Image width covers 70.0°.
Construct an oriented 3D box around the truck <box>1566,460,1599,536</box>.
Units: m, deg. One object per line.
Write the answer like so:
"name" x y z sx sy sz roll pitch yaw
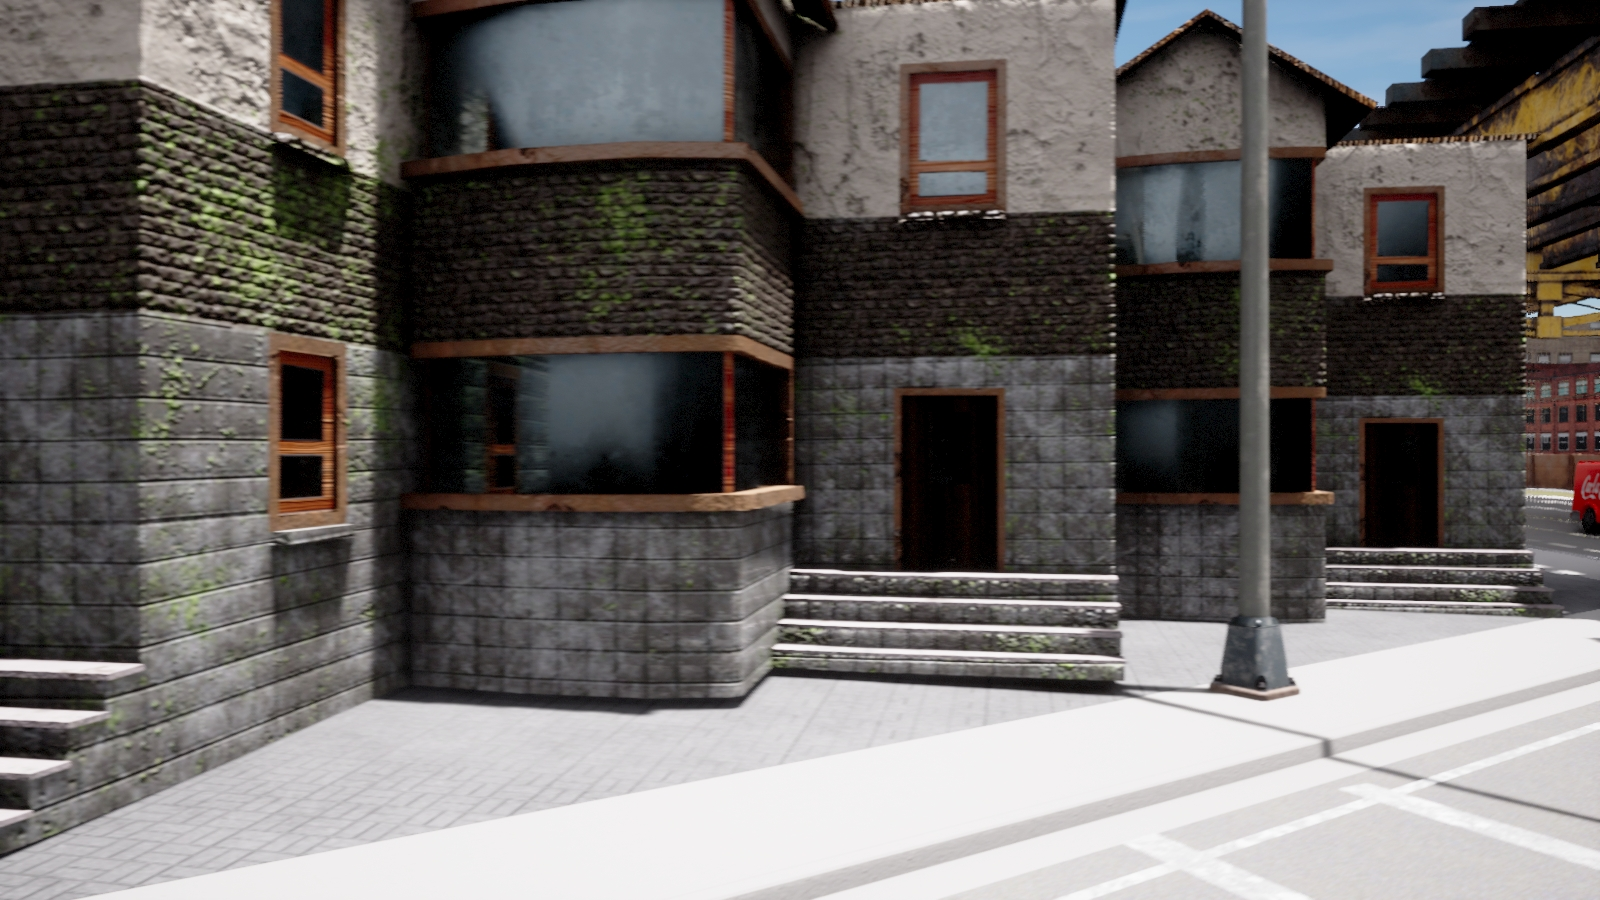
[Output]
"truck" 27.375 1.587 36.811 2.627 2.467 5.204 0 0 11
